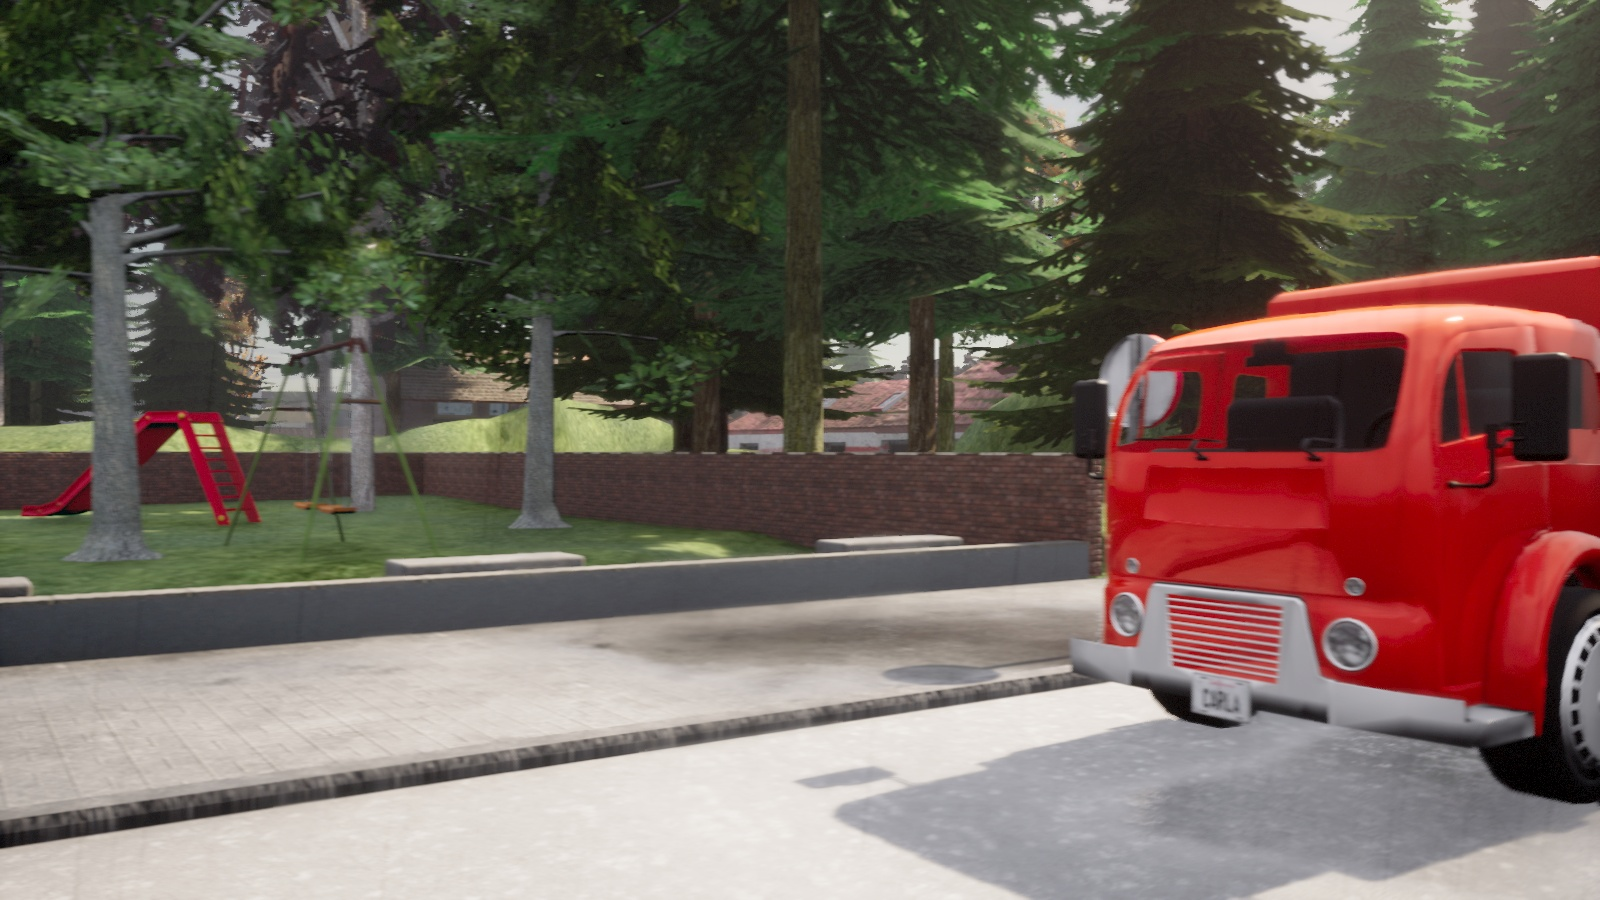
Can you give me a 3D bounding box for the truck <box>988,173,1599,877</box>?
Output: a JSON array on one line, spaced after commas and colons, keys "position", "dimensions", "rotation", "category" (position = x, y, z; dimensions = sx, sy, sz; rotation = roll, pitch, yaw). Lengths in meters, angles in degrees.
[{"position": [3.867, 0.271, 6.961], "dimensions": [5.204, 2.467, 2.627], "rotation": [0, 0, -35], "category": "truck"}]
